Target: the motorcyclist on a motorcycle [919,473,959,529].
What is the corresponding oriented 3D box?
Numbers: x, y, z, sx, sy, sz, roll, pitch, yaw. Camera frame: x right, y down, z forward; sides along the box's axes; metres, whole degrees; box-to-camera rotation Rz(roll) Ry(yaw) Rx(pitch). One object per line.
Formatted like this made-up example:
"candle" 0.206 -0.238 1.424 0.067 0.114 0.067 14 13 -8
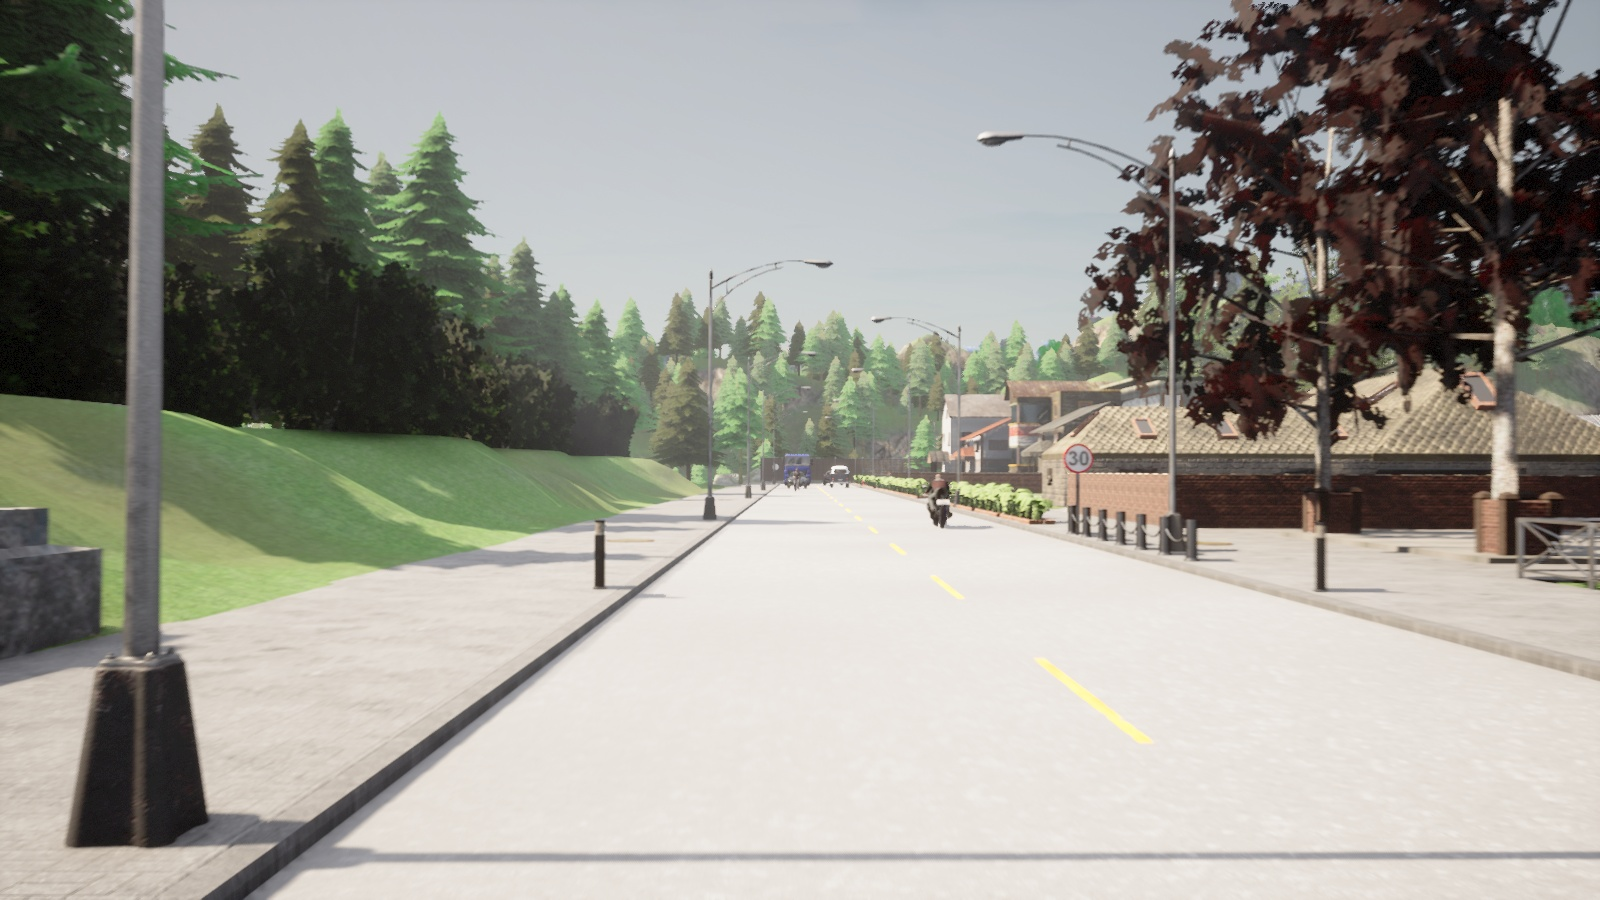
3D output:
"motorcyclist on a motorcycle" 3.914 1.427 35.575 0.866 1.530 2.191 0 -1 0
